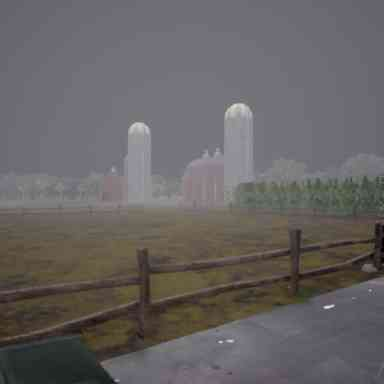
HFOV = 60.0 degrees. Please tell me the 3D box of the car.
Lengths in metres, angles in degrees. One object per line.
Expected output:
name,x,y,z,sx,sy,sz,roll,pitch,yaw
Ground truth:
car,-2.518,1.599,1.272,4.718,1.301,1.895,0,0,-36
